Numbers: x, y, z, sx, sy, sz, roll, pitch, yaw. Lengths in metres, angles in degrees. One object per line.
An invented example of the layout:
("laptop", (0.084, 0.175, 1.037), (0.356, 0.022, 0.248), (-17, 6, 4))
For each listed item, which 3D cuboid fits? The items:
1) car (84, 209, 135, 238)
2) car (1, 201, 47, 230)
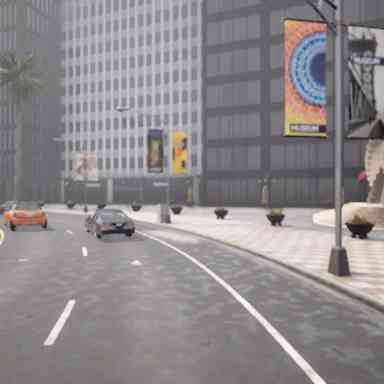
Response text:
("car", (-4.657, 1.645, 18.333), (2.033, 1.411, 5.357), (0, 0, -26))
("car", (-11.213, 1.476, 22.285), (2.097, 1.767, 4.553), (0, 0, -34))
